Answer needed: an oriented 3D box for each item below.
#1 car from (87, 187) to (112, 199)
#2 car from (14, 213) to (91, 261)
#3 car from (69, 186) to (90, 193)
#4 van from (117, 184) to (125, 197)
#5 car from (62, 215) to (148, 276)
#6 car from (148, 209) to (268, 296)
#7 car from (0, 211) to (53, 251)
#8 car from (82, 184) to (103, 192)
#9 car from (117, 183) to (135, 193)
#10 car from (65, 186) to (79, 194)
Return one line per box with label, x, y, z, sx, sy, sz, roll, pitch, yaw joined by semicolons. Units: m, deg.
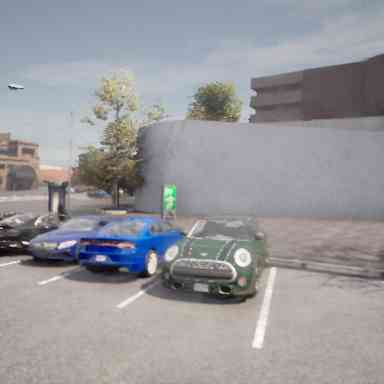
car;-17.144;0.413;60.119;5.008;1.535;2.097;3;6;38
car;-3.887;1.618;12.464;2.002;1.452;4.674;0;-1;18
car;-25.387;-0.613;74.957;4.792;1.488;2.163;1;5;36
van;-14.502;0.020;61.592;4.442;1.987;1.878;3;6;38
car;-1.543;1.550;10.673;2.097;1.535;5.008;-1;-1;17
car;0.839;1.399;8.944;2.185;1.767;4.553;0;-1;17
car;-6.232;1.608;14.268;2.231;1.521;4.892;-1;-1;19
car;-22.940;-0.943;76.568;4.553;1.767;2.185;1;5;36
car;-12.071;-0.186;63.242;5.566;2.045;2.435;3;7;38
car;-27.866;-0.427;73.344;4.674;1.452;2.002;1;5;36
